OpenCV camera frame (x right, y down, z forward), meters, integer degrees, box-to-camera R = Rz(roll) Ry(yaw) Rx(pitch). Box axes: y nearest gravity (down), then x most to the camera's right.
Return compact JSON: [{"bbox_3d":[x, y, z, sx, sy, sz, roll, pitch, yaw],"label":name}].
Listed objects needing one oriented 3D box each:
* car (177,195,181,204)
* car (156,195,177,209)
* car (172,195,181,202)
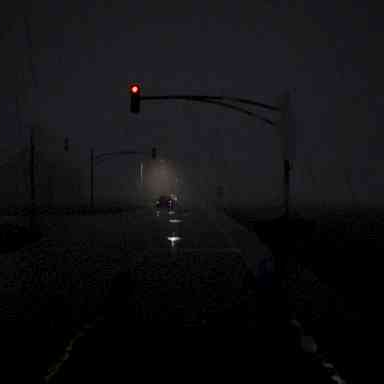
[{"bbox_3d":[-3.496,1.245,57.419,2.097,1.767,4.553,0,0,0],"label":"car"},{"bbox_3d":[-3.530,1.279,43.811,2.097,1.767,4.553,0,0,0],"label":"car"},{"bbox_3d":[-3.400,1.371,72.618,1.812,1.442,4.674,0,0,0],"label":"car"}]
